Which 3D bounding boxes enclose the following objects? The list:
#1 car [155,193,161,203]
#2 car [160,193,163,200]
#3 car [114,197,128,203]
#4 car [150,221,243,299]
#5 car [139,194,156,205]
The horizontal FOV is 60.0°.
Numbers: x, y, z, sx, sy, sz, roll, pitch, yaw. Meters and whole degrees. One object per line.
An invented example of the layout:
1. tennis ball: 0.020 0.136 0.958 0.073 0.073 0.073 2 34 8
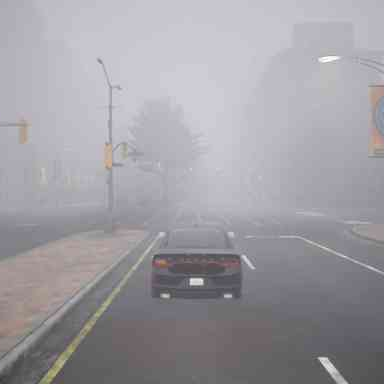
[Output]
1. car: -7.756 1.526 65.782 1.812 1.442 4.674 0 0 1
2. car: -7.676 1.225 76.533 2.150 2.045 5.566 0 0 0
3. car: -14.463 1.595 67.895 1.895 1.301 4.718 0 0 0
4. car: 0.114 1.478 8.512 1.882 1.535 5.008 0 0 1
5. car: -7.843 1.505 56.523 1.837 1.490 4.892 0 0 1
